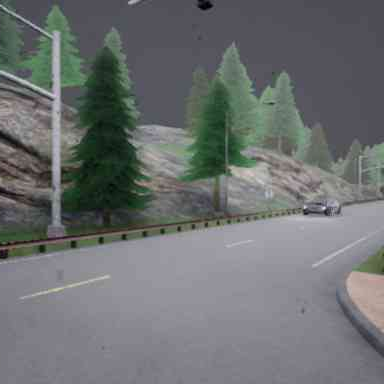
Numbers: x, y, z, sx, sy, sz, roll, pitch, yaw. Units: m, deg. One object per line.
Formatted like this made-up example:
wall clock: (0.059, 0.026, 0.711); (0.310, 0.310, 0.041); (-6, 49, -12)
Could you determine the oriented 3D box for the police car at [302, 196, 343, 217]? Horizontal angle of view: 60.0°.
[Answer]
police car: (10.474, 1.120, 26.673); (2.038, 1.542, 4.974); (1, 1, 38)
